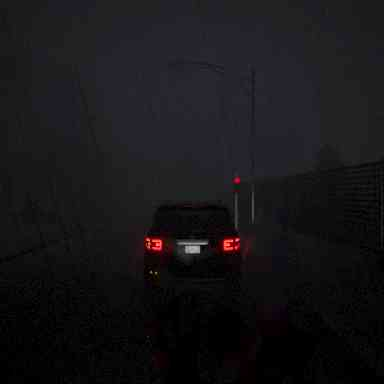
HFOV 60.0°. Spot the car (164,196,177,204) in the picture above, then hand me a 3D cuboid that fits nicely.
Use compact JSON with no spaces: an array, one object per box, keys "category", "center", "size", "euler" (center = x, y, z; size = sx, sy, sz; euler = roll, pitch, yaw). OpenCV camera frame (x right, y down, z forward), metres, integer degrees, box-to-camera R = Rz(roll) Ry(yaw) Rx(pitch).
[{"category":"car","center":[-4.131,1.492,63.953],"size":[2.128,1.511,4.902],"euler":[0,0,0]}]

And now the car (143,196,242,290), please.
[{"category":"car","center":[0.032,1.221,9.199],"size":[2.150,2.045,5.566],"euler":[0,0,0]}]

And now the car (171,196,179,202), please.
[{"category":"car","center":[-4.131,1.588,79.215],"size":[1.895,1.301,4.718],"euler":[0,0,-4]}]

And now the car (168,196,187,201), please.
[{"category":"car","center":[-3.815,1.595,87.275],"size":[4.718,1.301,1.895],"euler":[0,0,40]}]

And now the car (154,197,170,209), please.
[{"category":"car","center":[-4.154,1.504,46.332],"size":[1.837,1.490,4.892],"euler":[0,0,0]}]

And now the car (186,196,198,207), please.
[{"category":"car","center":[0.033,1.477,53.382],"size":[1.882,1.535,5.008],"euler":[0,0,0]}]
